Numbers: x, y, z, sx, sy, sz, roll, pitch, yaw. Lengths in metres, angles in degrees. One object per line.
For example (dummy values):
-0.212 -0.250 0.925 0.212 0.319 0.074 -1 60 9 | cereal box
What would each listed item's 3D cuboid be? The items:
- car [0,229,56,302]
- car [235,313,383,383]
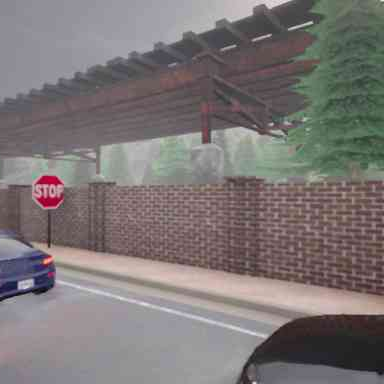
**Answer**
-4.951 1.554 7.522 4.674 1.442 1.812 0 0 36 | car
2.366 1.562 2.300 4.181 1.385 1.994 0 0 36 | car
